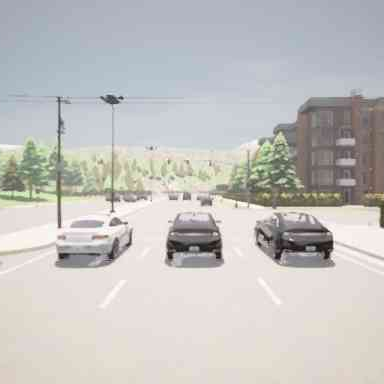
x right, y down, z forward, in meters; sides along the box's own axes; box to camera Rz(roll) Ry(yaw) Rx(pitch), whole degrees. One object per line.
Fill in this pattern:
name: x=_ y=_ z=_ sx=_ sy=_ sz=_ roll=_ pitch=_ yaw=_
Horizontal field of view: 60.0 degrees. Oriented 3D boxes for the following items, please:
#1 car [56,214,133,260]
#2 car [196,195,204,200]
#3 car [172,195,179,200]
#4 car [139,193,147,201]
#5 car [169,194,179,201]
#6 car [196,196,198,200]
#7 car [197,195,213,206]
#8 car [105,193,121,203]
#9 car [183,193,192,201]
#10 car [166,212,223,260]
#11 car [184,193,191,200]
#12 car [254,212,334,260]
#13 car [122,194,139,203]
car: x=-3.423 y=1.526 z=12.270 sx=1.812 sy=1.442 sz=4.674 roll=0 pitch=0 yaw=0
car: x=2.239 y=1.535 z=95.036 sx=1.994 sy=1.385 sz=4.181 roll=0 pitch=0 yaw=0
car: x=-4.761 y=1.481 z=94.727 sx=1.837 sy=1.490 sz=4.892 roll=0 pitch=0 yaw=0
car: x=-12.767 y=1.198 z=85.268 sx=2.150 sy=2.045 sz=5.566 roll=0 pitch=0 yaw=0
car: x=-4.768 y=1.359 z=84.800 sx=2.097 sy=1.767 sz=4.553 roll=0 pitch=0 yaw=0
car: x=2.232 y=1.525 z=84.970 sx=2.128 sy=1.511 sz=4.902 roll=0 pitch=0 yaw=0
car: x=2.301 y=1.507 z=53.834 sx=1.837 sy=1.490 sz=4.892 roll=0 pitch=0 yaw=-1
car: x=-16.279 y=1.229 z=68.749 sx=2.150 sy=2.045 sz=5.566 roll=0 pitch=0 yaw=0
car: x=-1.268 y=1.223 z=84.111 sx=2.150 sy=2.045 sz=5.566 roll=0 pitch=0 yaw=0
car: x=0.091 y=1.492 z=12.411 sx=2.128 sy=1.511 sz=4.902 roll=0 pitch=0 yaw=1
car: x=-1.261 y=1.206 z=94.755 sx=2.150 sy=2.045 sz=5.566 roll=0 pitch=0 yaw=0
car: x=3.580 y=1.492 z=12.433 sx=2.128 sy=1.511 sz=4.902 roll=0 pitch=0 yaw=0
car: x=-12.779 y=1.556 z=68.859 sx=1.994 sy=1.385 sz=4.181 roll=0 pitch=0 yaw=0
